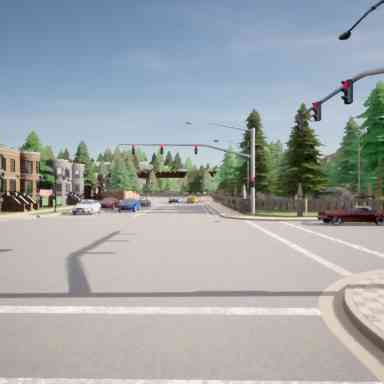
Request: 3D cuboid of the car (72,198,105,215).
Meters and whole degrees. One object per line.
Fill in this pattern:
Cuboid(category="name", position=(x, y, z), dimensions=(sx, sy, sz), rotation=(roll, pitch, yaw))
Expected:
Cuboid(category="car", position=(-10.664, 1.526, 34.023), dimensions=(1.812, 1.442, 4.674), rotation=(0, 0, 0))

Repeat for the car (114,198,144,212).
Cuboid(category="car", position=(-7.172, 1.478, 38.363), dimensions=(1.882, 1.535, 5.008), rotation=(0, 0, 0))

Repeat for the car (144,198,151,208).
Cuboid(category="car", position=(-7.164, 1.564, 48.350), dimensions=(1.994, 1.385, 4.181), rotation=(0, 0, 0))

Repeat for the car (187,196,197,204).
Cuboid(category="car", position=(-0.031, 1.478, 64.917), dimensions=(1.882, 1.535, 5.008), rotation=(0, 0, 0))

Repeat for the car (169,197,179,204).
Cuboid(category="car", position=(-3.531, 1.601, 65.200), dimensions=(1.895, 1.301, 4.718), rotation=(0, 0, 0))

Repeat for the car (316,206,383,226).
Cuboid(category="car", position=(11.142, 1.601, 22.901), dimensions=(4.718, 1.301, 1.895), rotation=(0, 0, 2))

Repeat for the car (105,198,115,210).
Cuboid(category="car", position=(-10.674, 1.478, 43.076), dimensions=(1.882, 1.535, 5.008), rotation=(0, 0, 0))
